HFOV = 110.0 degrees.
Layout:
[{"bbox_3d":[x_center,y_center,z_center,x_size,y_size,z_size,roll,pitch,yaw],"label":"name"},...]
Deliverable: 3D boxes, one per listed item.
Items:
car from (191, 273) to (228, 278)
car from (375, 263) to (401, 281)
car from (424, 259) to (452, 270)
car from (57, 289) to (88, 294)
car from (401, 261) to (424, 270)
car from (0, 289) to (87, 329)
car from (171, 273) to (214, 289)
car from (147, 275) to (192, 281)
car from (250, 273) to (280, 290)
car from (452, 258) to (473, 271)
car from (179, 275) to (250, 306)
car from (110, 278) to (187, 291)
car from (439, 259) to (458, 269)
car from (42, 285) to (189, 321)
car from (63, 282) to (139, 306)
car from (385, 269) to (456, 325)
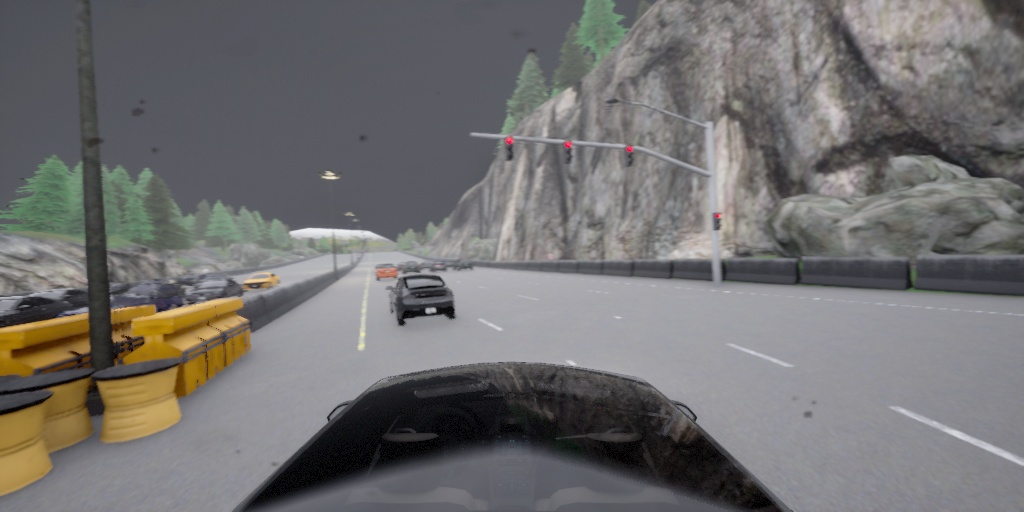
[{"bbox_3d":[-26.012,2.477,31.694,2.128,1.511,4.902,-3,1,-21],"label":"car"},{"bbox_3d":[-13.532,1.620,38.665,2.097,1.767,4.553,-3,1,-21],"label":"car"},{"bbox_3d":[-10.108,1.450,48.825,2.128,1.511,4.902,-3,1,-21],"label":"car"},{"bbox_3d":[-25.039,2.568,19.643,1.812,1.442,4.674,-3,0,-21],"label":"car"},{"bbox_3d":[-13.508,1.493,47.901,2.097,1.767,4.553,-3,1,-21],"label":"car"},{"bbox_3d":[-18.764,2.264,13.244,1.812,1.442,4.674,-3,0,-22],"label":"car"},{"bbox_3d":[-37.663,2.883,42.491,2.033,1.411,5.357,-3,1,-21],"label":"car"},{"bbox_3d":[-28.772,2.647,29.156,2.128,1.511,4.902,-3,1,-21],"label":"car"},{"bbox_3d":[-22.539,2.277,32.431,1.882,1.535,5.008,-3,1,-21],"label":"car"},{"bbox_3d":[-7.001,1.131,50.456,2.097,1.767,4.553,-3,1,-21],"label":"car"},{"bbox_3d":[-18.850,2.219,22.977,1.812,1.442,4.674,-3,0,-21],"label":"car"},{"bbox_3d":[-22.279,2.429,22.160,2.033,1.411,5.357,-3,0,-21],"label":"car"},{"bbox_3d":[-10.662,1.296,59.802,2.128,1.511,4.902,-3,1,-21],"label":"car"},{"bbox_3d":[-15.487,2.157,14.469,1.895,1.301,4.718,-3,0,-22],"label":"car"},{"bbox_3d":[-32.188,2.941,28.307,1.895,1.301,4.718,-3,1,-21],"label":"car"},{"bbox_3d":[-3.342,1.419,12.938,1.837,1.490,4.892,-3,0,-22],"label":"car"}]
